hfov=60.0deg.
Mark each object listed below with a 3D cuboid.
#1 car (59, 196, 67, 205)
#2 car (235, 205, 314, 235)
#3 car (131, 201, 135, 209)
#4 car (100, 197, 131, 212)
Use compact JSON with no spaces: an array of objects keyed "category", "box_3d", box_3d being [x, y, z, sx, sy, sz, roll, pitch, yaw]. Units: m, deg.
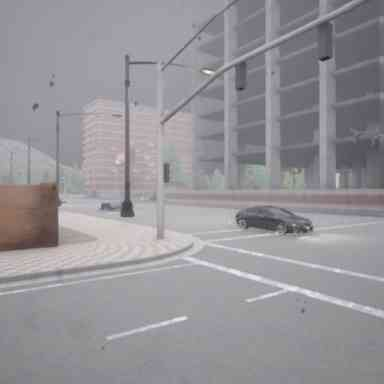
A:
[{"category":"car","box_3d":[-23.967,1.513,59.689,1.812,1.442,4.674,0,0,-35]},{"category":"car","box_3d":[4.550,1.553,19.044,1.837,1.490,4.892,0,2,-36]},{"category":"car","box_3d":[-9.407,1.458,44.807,1.882,1.535,5.008,0,0,-35]},{"category":"car","box_3d":[-9.166,1.522,38.506,1.812,1.442,4.674,0,0,-35]}]
